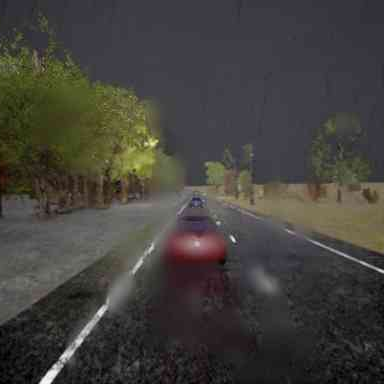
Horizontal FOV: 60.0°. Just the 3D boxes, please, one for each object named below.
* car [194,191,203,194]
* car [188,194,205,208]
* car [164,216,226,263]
[{"bbox_3d":[1.005,1.210,78.777,2.097,1.767,4.553,0,0,1],"label":"car"},{"bbox_3d":[0.581,1.455,46.696,1.812,1.442,4.674,0,0,1],"label":"car"},{"bbox_3d":[0.126,1.550,11.952,1.994,1.385,4.181,0,0,1],"label":"car"}]
